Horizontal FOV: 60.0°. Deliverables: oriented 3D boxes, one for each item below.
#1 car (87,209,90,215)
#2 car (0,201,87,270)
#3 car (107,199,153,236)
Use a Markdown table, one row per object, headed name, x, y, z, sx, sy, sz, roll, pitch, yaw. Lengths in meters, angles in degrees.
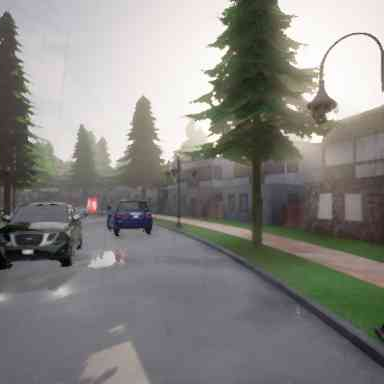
| name | x | y | z | sx | sy | sz | roll | pitch | yaw |
| --- | --- | --- | --- | --- | --- | --- | --- | --- | --- |
| car | -13.161 | 2.049 | 37.263 | 1.895 | 1.301 | 4.718 | 0 | -1 | -37 |
| car | -5.259 | 1.370 | 12.072 | 2.150 | 2.045 | 5.566 | 0 | -1 | -13 |
| car | -3.967 | 1.462 | 20.622 | 2.150 | 2.045 | 5.566 | 0 | -1 | -20 |
